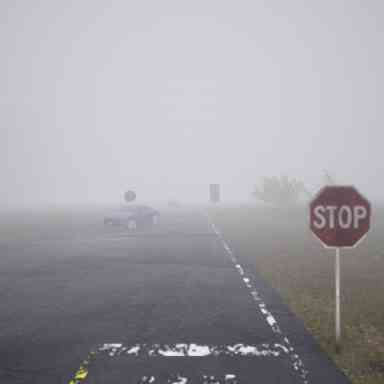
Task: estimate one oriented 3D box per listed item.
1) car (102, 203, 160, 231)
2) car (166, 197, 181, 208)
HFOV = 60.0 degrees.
[{"bbox_3d":[-3.776,1.506,21.257,1.882,1.535,5.008,2,1,20],"label":"car"},{"bbox_3d":[-2.645,1.520,48.147,1.882,1.535,5.008,0,0,0],"label":"car"}]
